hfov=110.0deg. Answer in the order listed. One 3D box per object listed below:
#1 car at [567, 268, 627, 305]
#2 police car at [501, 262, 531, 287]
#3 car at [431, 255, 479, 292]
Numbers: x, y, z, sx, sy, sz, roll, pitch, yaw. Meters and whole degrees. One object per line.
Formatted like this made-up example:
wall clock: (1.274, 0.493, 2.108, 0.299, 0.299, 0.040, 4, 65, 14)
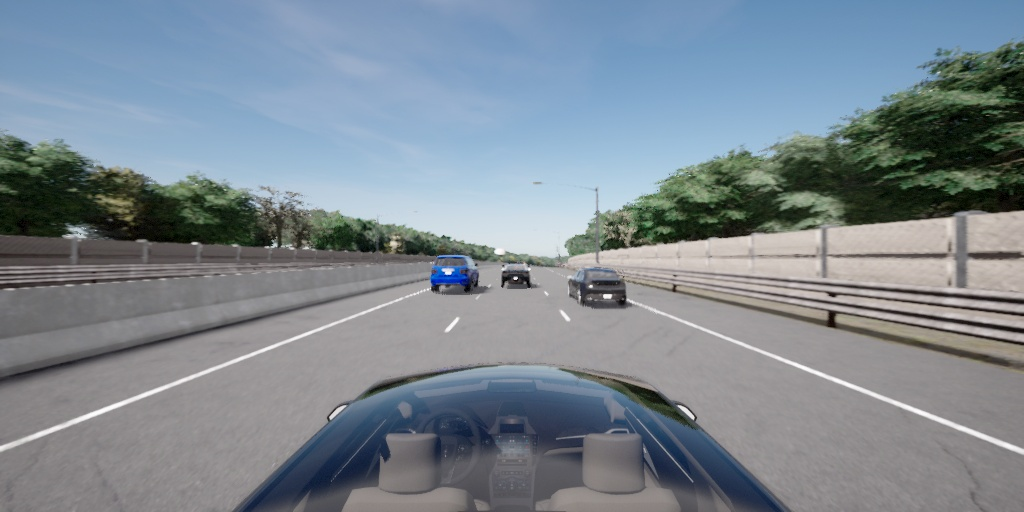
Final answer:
car: (3.650, 1.278, 15.994, 1.837, 1.490, 4.892, 0, 0, 1)
police car: (0.289, 1.245, 25.412, 1.930, 1.638, 5.238, 0, -1, 1)
car: (-3.301, 0.998, 21.516, 2.150, 2.045, 5.566, 0, 0, 1)
